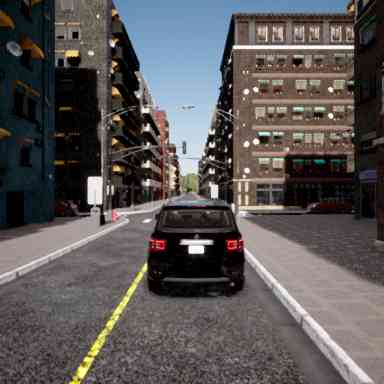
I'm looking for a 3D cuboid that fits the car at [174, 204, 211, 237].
[{"bbox_3d":[-0.009,1.508,19.020,1.837,1.490,4.892,0,0,-1],"label":"car"}]

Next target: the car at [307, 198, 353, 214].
[{"bbox_3d":[13.549,1.318,33.005,4.097,1.590,1.967,-1,0,0],"label":"car"}]

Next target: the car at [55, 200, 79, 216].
[{"bbox_3d":[-13.556,1.577,33.075,4.097,1.590,1.967,-1,0,0],"label":"car"}]

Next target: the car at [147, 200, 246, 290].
[{"bbox_3d":[0.092,1.222,9.197,2.150,2.045,5.566,0,0,0],"label":"car"}]
